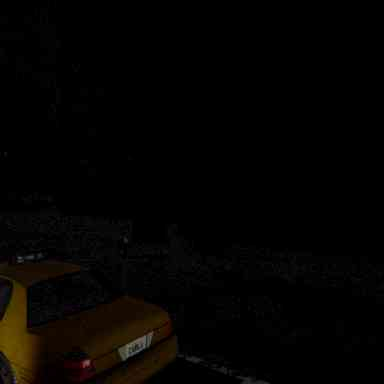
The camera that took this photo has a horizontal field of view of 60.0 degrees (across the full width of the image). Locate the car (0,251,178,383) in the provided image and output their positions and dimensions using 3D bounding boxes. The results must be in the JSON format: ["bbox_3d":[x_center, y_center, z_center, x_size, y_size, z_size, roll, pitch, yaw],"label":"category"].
[{"bbox_3d":[-2.442,1.525,4.701,4.829,1.417,1.752,0,0,35],"label":"car"}]
